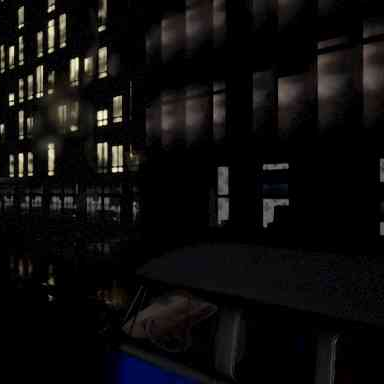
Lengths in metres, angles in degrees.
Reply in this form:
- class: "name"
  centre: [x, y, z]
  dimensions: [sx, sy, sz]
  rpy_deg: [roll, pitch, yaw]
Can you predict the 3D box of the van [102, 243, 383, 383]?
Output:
- class: "van"
  centre: [1.168, 1.341, 2.041]
  dimensions: [3.998, 1.788, 1.690]
  rpy_deg: [0, 0, 35]
